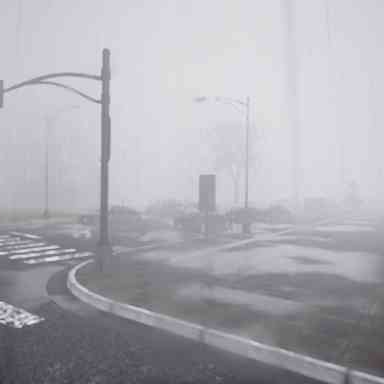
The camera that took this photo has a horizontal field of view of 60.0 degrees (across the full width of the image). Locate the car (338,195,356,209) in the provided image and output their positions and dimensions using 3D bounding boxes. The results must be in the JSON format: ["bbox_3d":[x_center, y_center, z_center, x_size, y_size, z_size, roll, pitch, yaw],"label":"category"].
[{"bbox_3d":[24.188,1.722,51.799,1.967,1.590,4.097,1,0,36],"label":"car"}]

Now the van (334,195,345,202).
[{"bbox_3d":[37.151,1.616,83.601,1.690,1.788,3.998,1,0,36],"label":"van"}]

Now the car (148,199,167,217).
[{"bbox_3d":[-2.386,1.383,29.992,1.967,1.590,4.097,1,0,36],"label":"car"}]

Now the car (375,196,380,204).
[{"bbox_3d":[40.620,1.736,74.168,2.192,1.841,5.009,1,0,36],"label":"car"}]

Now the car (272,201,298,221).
[{"bbox_3d":[7.190,1.725,28.443,1.802,1.307,4.206,1,0,36],"label":"car"}]

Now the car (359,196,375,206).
[{"bbox_3d":[34.145,1.891,65.358,1.752,1.417,4.829,1,0,36],"label":"car"}]

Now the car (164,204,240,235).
[{"bbox_3d":[0.701,1.641,19.607,2.008,1.369,4.403,1,0,36],"label":"car"}]

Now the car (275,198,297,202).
[{"bbox_3d":[12.156,1.627,45.104,1.812,1.442,4.674,1,1,37],"label":"car"}]

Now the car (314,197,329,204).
[{"bbox_3d":[27.290,1.757,70.180,1.947,1.339,4.313,1,0,36],"label":"car"}]

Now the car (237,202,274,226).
[{"bbox_3d":[3.947,1.683,24.025,1.947,1.339,4.313,1,0,36],"label":"car"}]

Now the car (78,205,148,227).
[{"bbox_3d":[-5.219,1.522,21.539,1.994,1.385,4.181,1,1,36],"label":"car"}]

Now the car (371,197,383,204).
[{"bbox_3d":[43.902,2.000,78.643,2.008,1.369,4.403,1,0,36],"label":"car"}]

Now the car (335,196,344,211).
[{"bbox_3d":[17.658,1.669,42.822,1.967,1.590,4.097,1,0,36],"label":"car"}]

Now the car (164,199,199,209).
[{"bbox_3d":[0.329,1.551,29.089,2.033,1.411,5.357,1,1,36],"label":"car"}]

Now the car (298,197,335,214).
[{"bbox_3d":[14.400,1.517,38.328,2.192,1.841,5.009,1,0,36],"label":"car"}]
